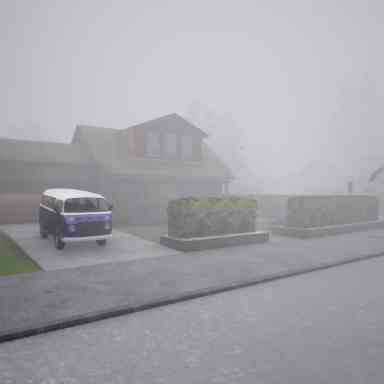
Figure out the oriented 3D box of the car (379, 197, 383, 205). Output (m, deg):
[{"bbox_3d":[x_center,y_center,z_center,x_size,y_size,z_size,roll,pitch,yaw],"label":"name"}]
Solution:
[{"bbox_3d":[24.676,0.985,41.440,3.866,1.878,1.905,0,0,0],"label":"car"}]
